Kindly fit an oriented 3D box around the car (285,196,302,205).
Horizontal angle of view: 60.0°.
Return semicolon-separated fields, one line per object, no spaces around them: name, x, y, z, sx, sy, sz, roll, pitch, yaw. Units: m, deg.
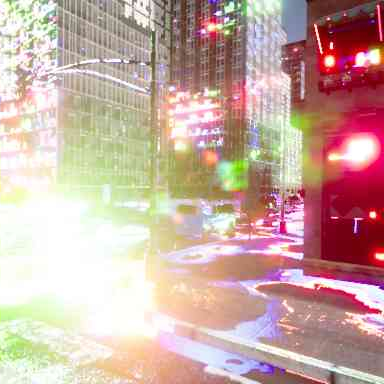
car;16.183;1.361;53.349;1.752;1.417;4.829;1;1;35

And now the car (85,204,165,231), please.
car;-3.844;1.538;20.506;1.895;1.301;4.718;1;1;35

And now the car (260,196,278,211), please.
car;7.659;1.379;36.771;1.882;1.535;5.008;1;1;35

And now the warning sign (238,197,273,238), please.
warning sign;3.071;1.176;16.130;1.300;1.860;1.060;1;1;35

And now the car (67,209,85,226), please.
car;-6.061;1.464;21.854;1.947;1.339;4.313;1;1;35

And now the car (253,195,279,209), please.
car;9.898;1.290;44.448;1.967;1.590;4.097;1;1;35

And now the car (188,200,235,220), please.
car;1.795;1.444;28.487;1.812;1.442;4.674;1;1;35

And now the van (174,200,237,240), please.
van;0.786;1.367;17.017;1.690;1.788;3.998;1;1;35
